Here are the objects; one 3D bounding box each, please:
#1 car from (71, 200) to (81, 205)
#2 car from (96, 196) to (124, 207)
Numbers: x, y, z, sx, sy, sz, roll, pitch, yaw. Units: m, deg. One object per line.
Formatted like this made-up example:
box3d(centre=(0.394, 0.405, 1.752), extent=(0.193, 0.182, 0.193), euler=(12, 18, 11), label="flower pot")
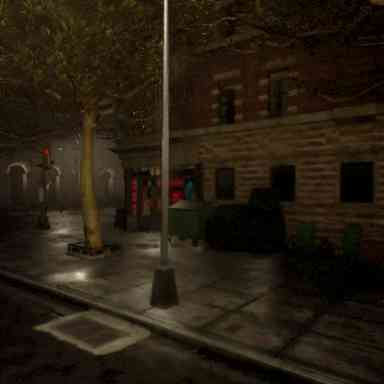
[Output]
box3d(centre=(-15.079, 1.468, 48.518), extent=(1.895, 1.301, 4.718), euler=(0, 0, 37), label="car")
box3d(centre=(-11.171, 1.381, 48.433), extent=(1.882, 1.535, 5.008), euler=(0, 0, 38), label="car")
